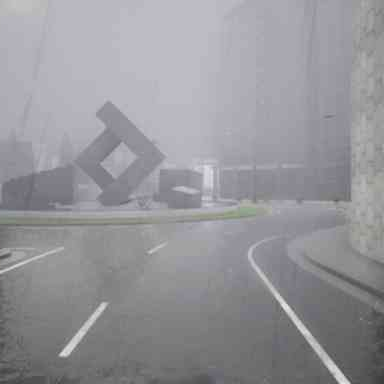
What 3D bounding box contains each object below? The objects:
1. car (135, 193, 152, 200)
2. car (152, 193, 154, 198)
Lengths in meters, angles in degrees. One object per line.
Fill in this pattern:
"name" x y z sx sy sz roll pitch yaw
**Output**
"car" -10.631 0.991 70.712 1.882 1.535 5.008 0 0 11
"car" -9.975 1.000 86.515 1.895 1.301 4.718 0 0 -1
